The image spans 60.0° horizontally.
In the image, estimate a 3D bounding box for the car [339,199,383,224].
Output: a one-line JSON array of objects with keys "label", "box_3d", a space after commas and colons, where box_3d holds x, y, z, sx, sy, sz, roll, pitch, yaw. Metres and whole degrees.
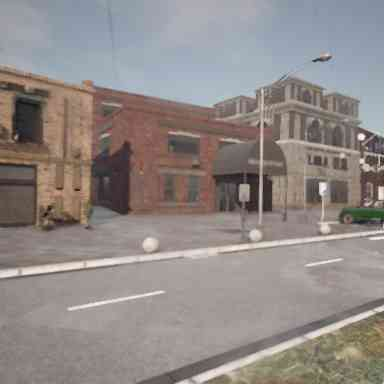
[{"label": "car", "box_3d": [14.350, 1.584, 25.757, 2.435, 2.045, 5.566, 1, -1, -35]}]
